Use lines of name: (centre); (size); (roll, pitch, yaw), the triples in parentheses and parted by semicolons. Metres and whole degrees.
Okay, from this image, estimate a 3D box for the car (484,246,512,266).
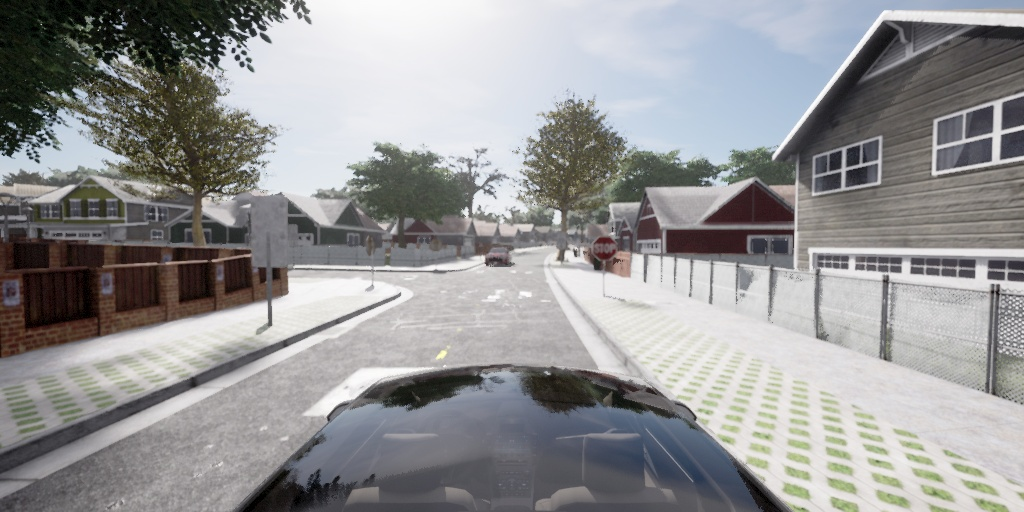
car: (-1.248, -0.046, 33.541); (2.097, 1.767, 4.553); (0, 2, 5)
